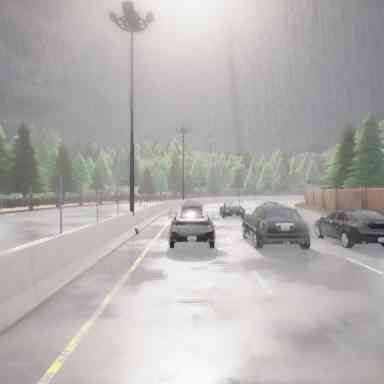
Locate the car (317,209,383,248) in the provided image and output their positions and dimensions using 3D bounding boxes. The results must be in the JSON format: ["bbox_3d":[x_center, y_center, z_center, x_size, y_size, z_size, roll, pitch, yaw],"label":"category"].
[{"bbox_3d":[7.000,1.516,14.650,1.837,1.490,4.892,0,0,0],"label":"car"}]

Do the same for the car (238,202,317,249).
[{"bbox_3d":[3.500,1.365,14.620,2.097,1.767,4.553,0,0,0],"label":"car"}]

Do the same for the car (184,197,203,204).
[{"bbox_3d":[0.000,1.516,29.650,1.837,1.490,4.892,0,0,0],"label":"car"}]

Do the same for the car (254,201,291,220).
[{"bbox_3d":[7.000,1.563,29.650,2.033,1.411,5.357,0,0,0],"label":"car"}]

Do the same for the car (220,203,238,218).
[{"bbox_3d":[3.500,1.616,29.680,1.895,1.301,4.718,0,0,0],"label":"car"}]

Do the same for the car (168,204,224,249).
[{"bbox_3d":[0.000,1.494,14.650,2.128,1.511,4.902,0,0,0],"label":"car"}]
